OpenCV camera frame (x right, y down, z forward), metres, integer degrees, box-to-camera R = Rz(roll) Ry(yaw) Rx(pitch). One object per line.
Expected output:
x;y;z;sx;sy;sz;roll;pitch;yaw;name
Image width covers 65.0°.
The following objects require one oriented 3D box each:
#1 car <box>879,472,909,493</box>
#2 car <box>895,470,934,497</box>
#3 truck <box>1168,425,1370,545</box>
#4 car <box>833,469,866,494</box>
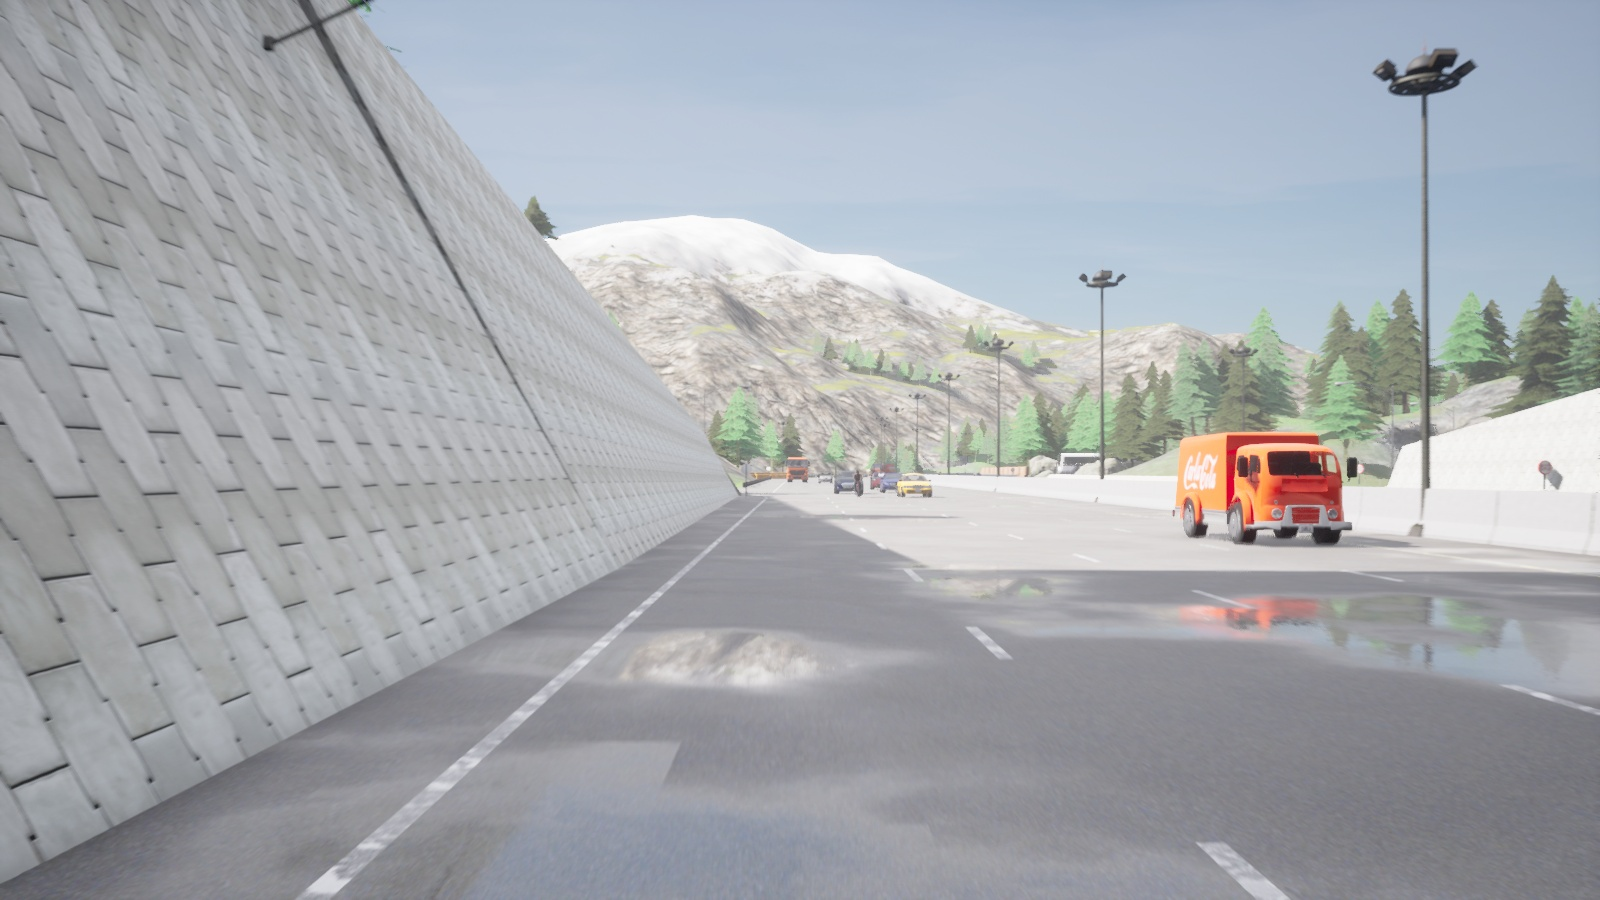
6.840;2.340;91.491;1.812;1.442;4.674;0;-1;0;car
6.867;1.987;75.688;1.801;1.575;5.366;0;-1;0;car
10.448;0.766;28.543;2.627;2.467;5.204;0;-1;0;truck
3.349;2.170;86.218;2.033;1.649;4.856;0;-1;0;car
